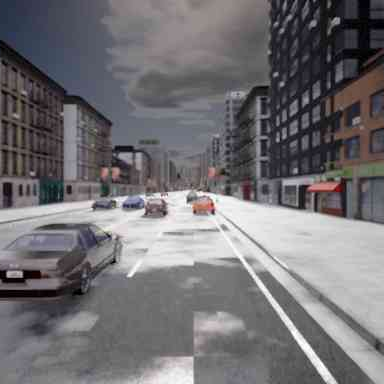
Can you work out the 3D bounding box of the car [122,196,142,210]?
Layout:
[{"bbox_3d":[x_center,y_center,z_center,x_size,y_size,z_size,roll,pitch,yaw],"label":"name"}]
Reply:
[{"bbox_3d":[-6.593,1.216,37.726,1.882,1.535,5.008,0,0,0],"label":"car"}]

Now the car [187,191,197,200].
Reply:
[{"bbox_3d":[-0.003,0.683,69.217,2.097,1.767,4.553,0,0,0],"label":"car"}]

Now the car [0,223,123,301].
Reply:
[{"bbox_3d":[-3.148,1.493,8.420,2.033,1.411,5.357,0,0,0],"label":"car"}]

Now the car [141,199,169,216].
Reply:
[{"bbox_3d":[-3.152,1.321,30.183,1.812,1.442,4.674,0,0,0],"label":"car"}]

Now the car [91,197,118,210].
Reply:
[{"bbox_3d":[-9.846,1.284,37.920,2.033,1.411,5.357,0,0,0],"label":"car"}]

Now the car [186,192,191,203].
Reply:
[{"bbox_3d":[0.020,1.108,55.340,1.837,1.490,4.892,0,0,1],"label":"car"}]

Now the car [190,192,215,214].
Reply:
[{"bbox_3d":[1.135,1.126,32.873,2.097,1.767,4.553,0,0,0],"label":"car"}]
